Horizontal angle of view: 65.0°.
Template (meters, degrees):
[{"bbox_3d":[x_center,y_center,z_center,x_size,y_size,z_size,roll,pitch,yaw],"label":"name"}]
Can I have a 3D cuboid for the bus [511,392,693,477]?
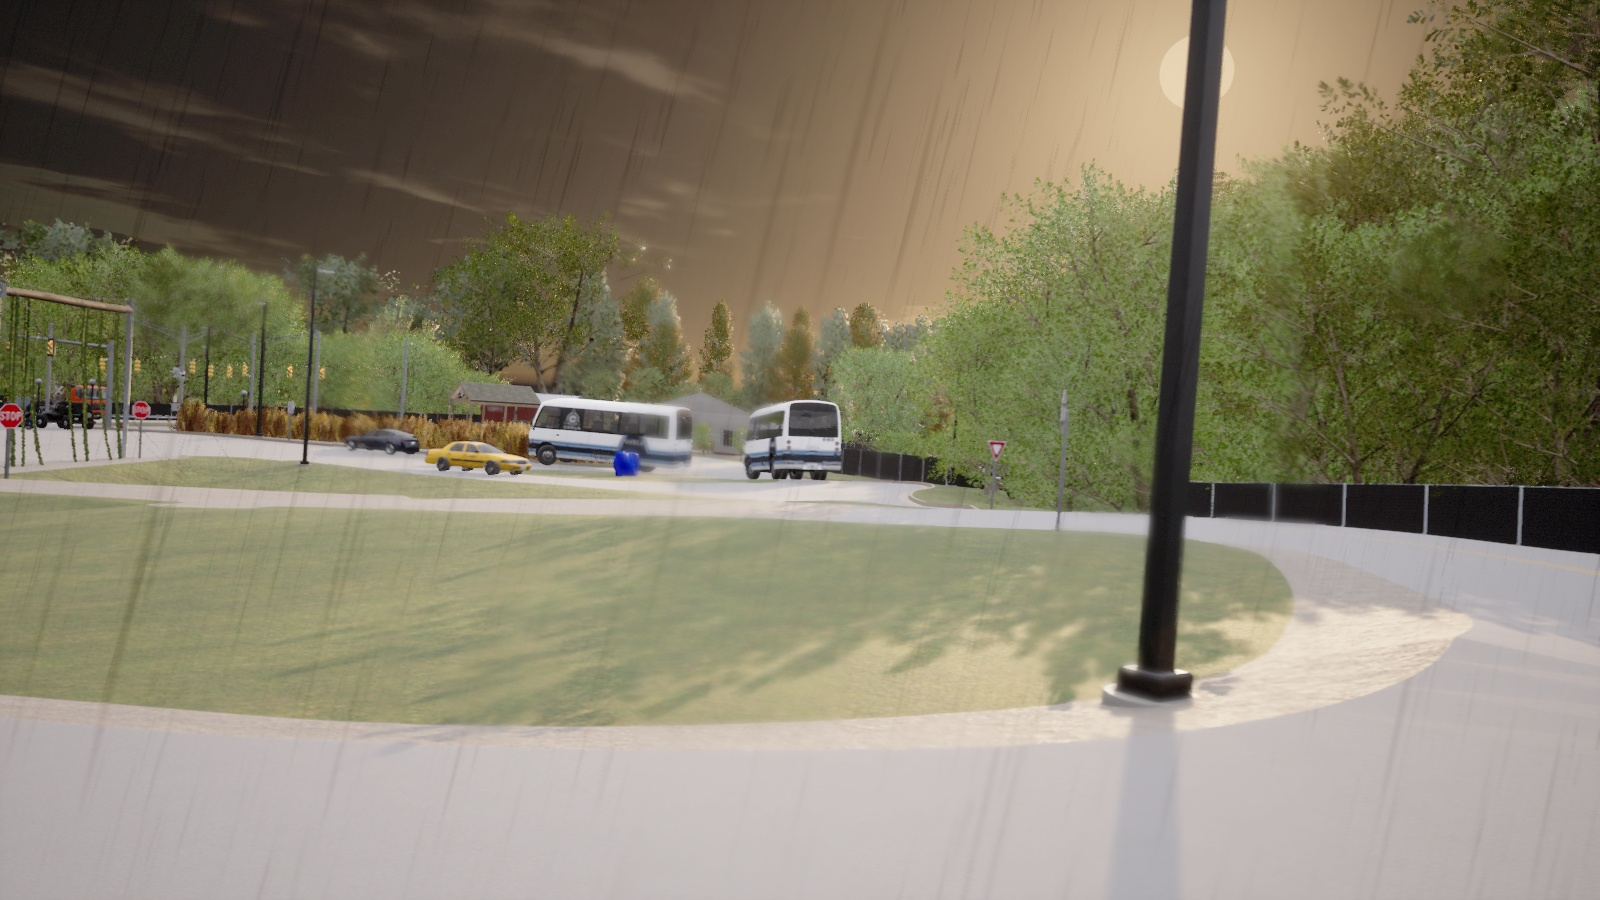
[{"bbox_3d":[-12.360,-1.043,78.506,10.273,4.253,3.944,6,3,15],"label":"bus"}]

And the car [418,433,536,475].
[{"bbox_3d":[-14.970,0.173,58.111,5.366,1.575,1.801,4,0,27],"label":"car"}]

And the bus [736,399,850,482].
[{"bbox_3d":[-0.610,-0.389,72.069,3.944,4.253,10.273,2,-2,-15],"label":"bus"}]

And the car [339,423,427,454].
[{"bbox_3d":[-25.517,-0.720,76.860,4.792,1.488,2.163,5,2,23],"label":"car"}]

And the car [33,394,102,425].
[{"bbox_3d":[-49.361,-2.719,84.597,3.866,1.878,1.905,3,2,20],"label":"car"}]
